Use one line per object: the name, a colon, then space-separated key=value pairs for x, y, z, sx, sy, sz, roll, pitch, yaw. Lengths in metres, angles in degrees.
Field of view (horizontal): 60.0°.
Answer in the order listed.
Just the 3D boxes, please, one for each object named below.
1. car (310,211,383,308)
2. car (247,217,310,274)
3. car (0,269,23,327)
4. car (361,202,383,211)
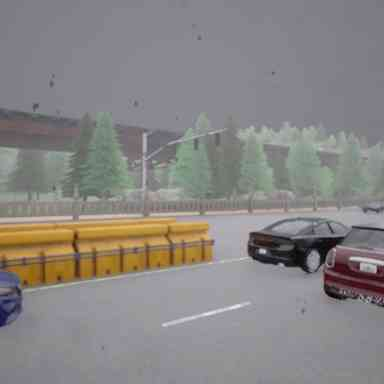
car: x=4.952 y=1.426 z=7.298 sx=4.553 sy=1.767 sz=2.097 roll=1 pitch=0 yaw=-35
car: x=4.043 y=1.564 z=10.939 sx=5.008 sy=1.535 sz=1.882 roll=1 pitch=0 yaw=-35
car: x=-4.923 y=1.512 z=4.539 sx=4.674 sy=1.442 sz=1.812 roll=1 pitch=0 yaw=-35
car: x=23.818 y=1.947 z=42.454 sx=5.357 sy=1.411 sz=2.033 roll=1 pitch=0 yaw=-35
